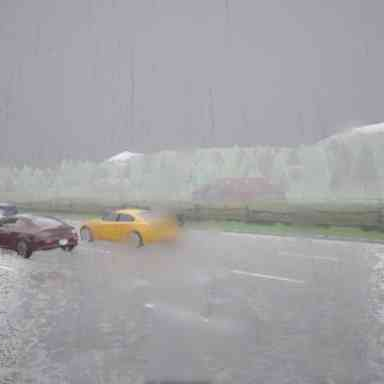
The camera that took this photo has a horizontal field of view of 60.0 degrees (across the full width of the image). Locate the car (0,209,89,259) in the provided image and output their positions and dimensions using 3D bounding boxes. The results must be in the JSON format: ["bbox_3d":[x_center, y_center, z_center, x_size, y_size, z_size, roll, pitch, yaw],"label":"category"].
[{"bbox_3d":[-6.263,1.560,12.721,4.674,1.442,1.812,-1,0,36],"label":"car"}]

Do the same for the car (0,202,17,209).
[{"bbox_3d":[-14.114,1.613,22.588,5.357,1.411,2.033,0,0,36],"label":"car"}]

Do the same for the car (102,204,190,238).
[{"bbox_3d":[-2.707,1.512,18.786,5.008,1.535,1.882,0,0,36],"label":"car"}]

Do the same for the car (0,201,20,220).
[{"bbox_3d":[-17.335,1.560,29.207,5.008,1.535,1.882,0,0,36],"label":"car"}]

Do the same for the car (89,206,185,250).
[{"bbox_3d":[-2.858,1.506,14.584,5.008,1.535,1.882,0,0,36],"label":"car"}]
